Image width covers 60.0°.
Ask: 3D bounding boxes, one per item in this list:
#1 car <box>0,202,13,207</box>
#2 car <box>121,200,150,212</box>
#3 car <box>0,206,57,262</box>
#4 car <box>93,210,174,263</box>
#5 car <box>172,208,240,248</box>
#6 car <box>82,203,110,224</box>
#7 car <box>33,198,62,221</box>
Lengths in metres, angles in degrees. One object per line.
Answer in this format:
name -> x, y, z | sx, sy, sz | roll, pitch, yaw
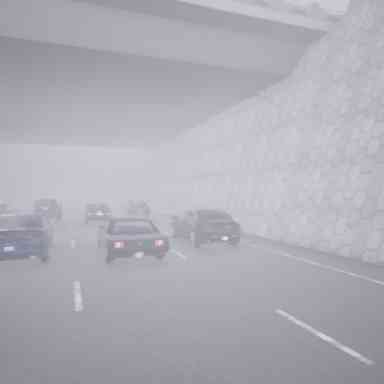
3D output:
car -> -14.983, 1.484, 25.810 | 1.994, 1.385, 4.181 | 0, 0, -20
car -> -4.996, 1.412, 29.070 | 2.128, 1.511, 4.902 | 0, 0, -20
car -> -5.944, 1.442, 11.628 | 1.882, 1.535, 5.008 | 0, 0, -20
car -> -2.328, 1.567, 11.938 | 1.895, 1.301, 4.718 | 0, 0, -20
car -> 0.395, 1.466, 14.674 | 1.837, 1.490, 4.892 | 0, 0, -20
car -> -6.993, 1.478, 24.345 | 2.033, 1.411, 5.357 | 0, 0, -20
car -> -11.436, 1.272, 26.302 | 2.097, 1.767, 4.553 | 0, 0, -20
